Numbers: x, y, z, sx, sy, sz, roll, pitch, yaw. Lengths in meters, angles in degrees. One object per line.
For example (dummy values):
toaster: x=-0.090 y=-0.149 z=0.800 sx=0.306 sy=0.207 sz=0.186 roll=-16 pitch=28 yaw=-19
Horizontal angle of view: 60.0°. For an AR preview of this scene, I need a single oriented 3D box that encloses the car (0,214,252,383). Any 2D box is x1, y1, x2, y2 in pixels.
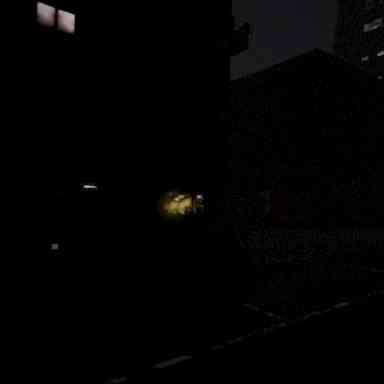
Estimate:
car: x=-1.263 y=1.336 z=5.163 sx=5.009 sy=1.841 sz=2.192 roll=1 pitch=1 yaw=-35
